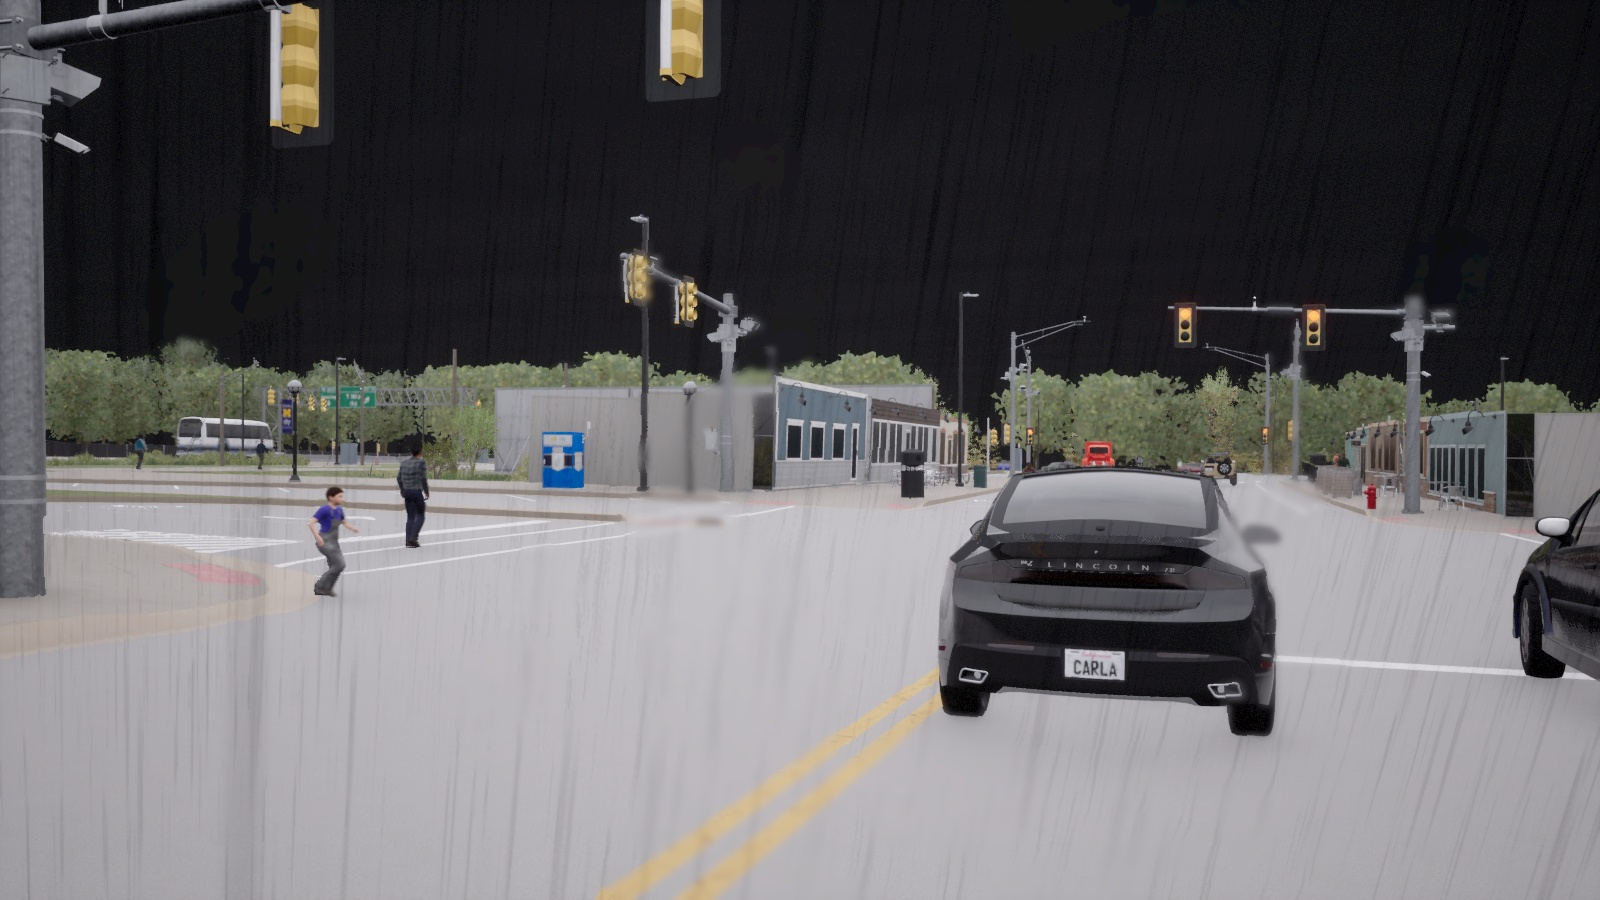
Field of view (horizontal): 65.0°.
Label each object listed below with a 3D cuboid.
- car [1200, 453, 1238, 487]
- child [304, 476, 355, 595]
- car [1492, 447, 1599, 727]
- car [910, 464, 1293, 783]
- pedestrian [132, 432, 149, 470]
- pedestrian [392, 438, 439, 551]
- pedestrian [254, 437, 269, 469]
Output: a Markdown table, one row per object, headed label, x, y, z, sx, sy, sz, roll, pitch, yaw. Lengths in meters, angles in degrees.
| label | x | y | z | sx | sy | sz | roll | pitch | yaw |
| --- | --- | --- | --- | --- | --- | --- | --- | --- | --- |
| car | 23.680 | 1.096 | 71.104 | 1.932 | 1.855 | 4.605 | 1 | 0 | 17 |
| child | -5.091 | 0.922 | 13.586 | 0.437 | 1.263 | 0.270 | 0 | 1 | 7 |
| car | 5.806 | 0.822 | 7.885 | 1.851 | 1.617 | 3.988 | 1 | -1 | 18 |
| car | 2.155 | 0.886 | 8.577 | 1.837 | 1.490 | 4.892 | 1 | -1 | 17 |
| pedestrian | -33.996 | 0.042 | 64.729 | 0.396 | 1.930 | 0.692 | 1 | 1 | 17 |
| pedestrian | -6.748 | 0.758 | 22.063 | 0.423 | 1.949 | 0.788 | 1 | 1 | 15 |
| pedestrian | -31.241 | 0.189 | 72.829 | 0.402 | 1.842 | 0.726 | 1 | 1 | 18 |
